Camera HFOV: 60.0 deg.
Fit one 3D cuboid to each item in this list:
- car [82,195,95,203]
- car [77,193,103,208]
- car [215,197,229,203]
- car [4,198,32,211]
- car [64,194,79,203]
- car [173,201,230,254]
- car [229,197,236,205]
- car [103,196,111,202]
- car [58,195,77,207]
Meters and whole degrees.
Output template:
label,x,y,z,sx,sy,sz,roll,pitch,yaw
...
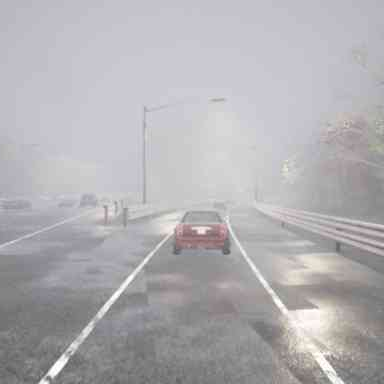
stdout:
label,x,y,z,sx,sy,sz,roll,pitch,yaw
car,-21.985,1.499,70.869,1.882,1.535,5.008,0,0,-9
car,-14.863,1.228,48.540,2.150,2.045,5.566,0,0,-9
car,4.258,1.862,50.801,1.882,1.535,5.008,0,-1,9
car,-20.517,1.458,39.358,2.128,1.511,4.902,0,0,-9
car,-25.448,1.362,70.363,2.097,1.767,4.553,0,0,-9
car,0.434,1.455,14.089,2.097,1.767,4.553,0,0,2
car,8.080,1.876,70.874,2.097,1.767,4.553,0,0,14
car,-18.588,1.515,71.799,1.882,1.535,5.008,0,0,-9
car,-18.602,1.559,49.803,1.994,1.385,4.181,0,0,-9
